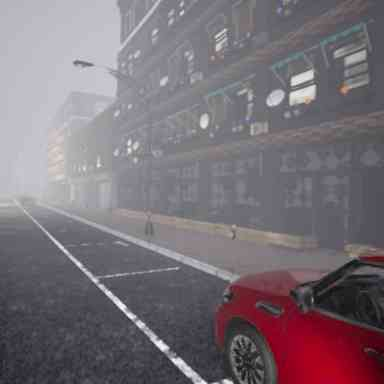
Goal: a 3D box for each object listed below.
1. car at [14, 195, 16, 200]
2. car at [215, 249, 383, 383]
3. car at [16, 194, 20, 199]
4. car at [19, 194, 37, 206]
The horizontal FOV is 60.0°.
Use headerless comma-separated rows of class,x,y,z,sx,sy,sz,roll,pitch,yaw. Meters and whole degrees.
car,-39.543,1.050,76.177,2.008,1.369,4.403,1,0,-30
car,2.197,1.339,2.654,2.192,1.841,5.009,1,0,-30
car,-28.414,1.187,56.571,1.887,1.381,4.507,1,0,-30
car,-22.933,1.237,46.916,1.752,1.417,4.829,1,0,-30
